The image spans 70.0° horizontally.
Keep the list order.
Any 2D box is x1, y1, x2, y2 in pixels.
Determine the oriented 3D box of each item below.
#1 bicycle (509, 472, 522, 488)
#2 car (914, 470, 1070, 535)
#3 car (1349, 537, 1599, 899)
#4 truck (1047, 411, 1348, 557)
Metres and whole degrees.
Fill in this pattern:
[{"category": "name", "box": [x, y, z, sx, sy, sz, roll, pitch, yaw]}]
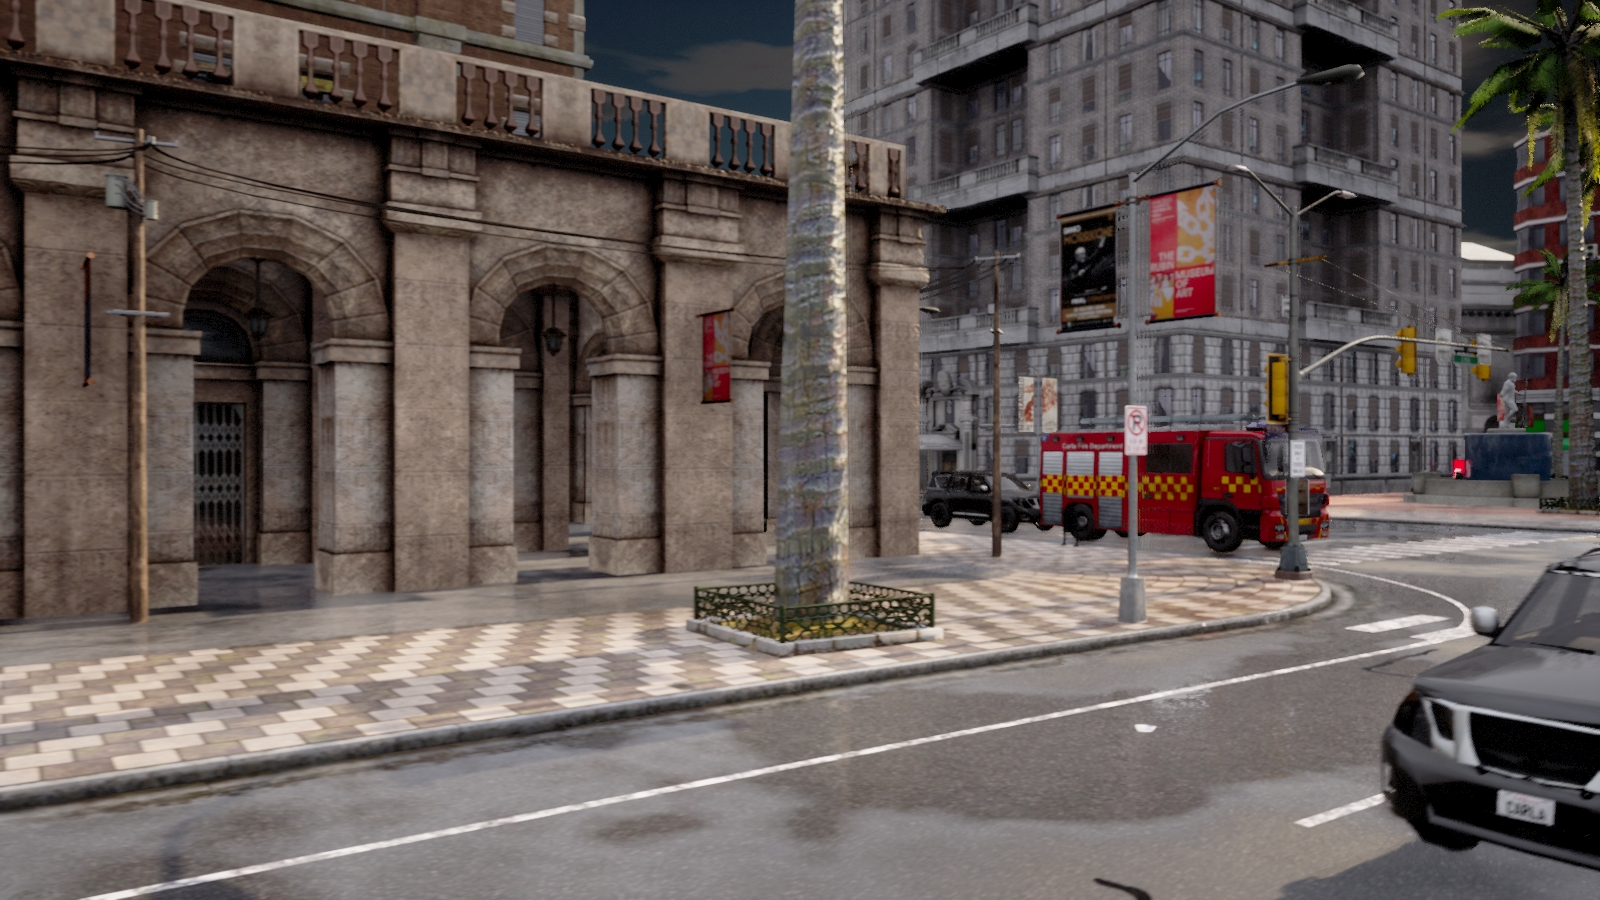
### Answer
[{"category": "bicycle", "box": [-21.322, 2.216, 85.603, 0.329, 1.171, 1.835, 0, 0, -37]}, {"category": "car", "box": [6.728, 1.785, 40.712, 2.150, 2.045, 5.566, 0, 0, -35]}, {"category": "car", "box": [6.590, 1.781, 8.398, 5.566, 2.045, 2.150, 0, 0, -35]}, {"category": "truck", "box": [11.543, 0.896, 34.192, 2.891, 3.827, 8.468, 0, 0, -34]}]
